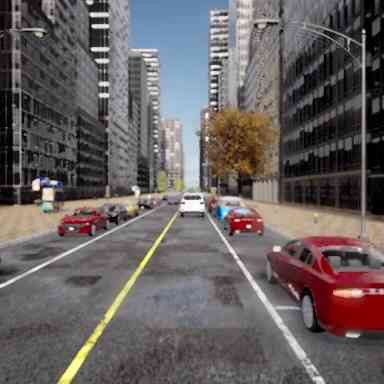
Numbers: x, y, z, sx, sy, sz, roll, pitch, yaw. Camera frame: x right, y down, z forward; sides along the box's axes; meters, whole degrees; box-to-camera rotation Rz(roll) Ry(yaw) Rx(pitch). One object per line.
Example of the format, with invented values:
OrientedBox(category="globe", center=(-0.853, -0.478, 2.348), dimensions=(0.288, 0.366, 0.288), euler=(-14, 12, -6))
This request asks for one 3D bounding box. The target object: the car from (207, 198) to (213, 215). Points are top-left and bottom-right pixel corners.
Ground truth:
OrientedBox(category="car", center=(2.678, 1.459, 29.289), dimensions=(2.008, 1.369, 4.403), euler=(0, 0, 0))

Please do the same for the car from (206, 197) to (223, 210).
OrientedBox(category="car", center=(2.673, 1.397, 40.795), dimensions=(1.752, 1.417, 4.829), euler=(0, 0, 0))

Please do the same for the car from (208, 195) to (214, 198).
OrientedBox(category="car", center=(2.675, 1.205, 34.956), dimensions=(2.192, 1.841, 5.009), euler=(0, 0, 0))

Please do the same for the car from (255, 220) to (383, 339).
OrientedBox(category="car", center=(2.686, 1.524, 6.617), dimensions=(1.887, 1.381, 4.507), euler=(0, 0, 0))

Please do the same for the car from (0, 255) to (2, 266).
OrientedBox(category="car", center=(-5.695, 1.505, 6.445), dimensions=(1.752, 1.417, 4.829), euler=(0, 0, 0))

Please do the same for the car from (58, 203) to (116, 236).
OrientedBox(category="car", center=(-5.699, 1.489, 17.951), dimensions=(1.887, 1.381, 4.507), euler=(0, 0, 0))

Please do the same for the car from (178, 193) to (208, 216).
OrientedBox(category="car", center=(0.068, 1.126, 31.461), dimensions=(2.150, 2.045, 5.566), euler=(0, 0, 0))

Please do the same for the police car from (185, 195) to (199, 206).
OrientedBox(category="police car", center=(-0.014, 1.339, 52.176), dimensions=(2.038, 1.542, 4.974), euler=(0, 0, 0))

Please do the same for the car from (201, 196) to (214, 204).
OrientedBox(category="car", center=(2.667, 1.382, 57.629), dimensions=(1.947, 1.339, 4.313), euler=(0, 0, 0))

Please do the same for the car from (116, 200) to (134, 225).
OrientedBox(category="car", center=(-5.701, 1.493, 23.619), dimensions=(1.947, 1.339, 4.313), euler=(0, 0, 0))

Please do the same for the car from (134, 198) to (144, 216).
OrientedBox(category="car", center=(-5.703, 1.435, 29.117), dimensions=(1.752, 1.417, 4.829), euler=(0, 0, 0))

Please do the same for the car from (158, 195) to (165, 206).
OrientedBox(category="car", center=(-5.711, 1.417, 51.959), dimensions=(1.802, 1.307, 4.206), euler=(0, 0, 0))

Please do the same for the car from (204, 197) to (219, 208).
OrientedBox(category="car", center=(2.671, 1.436, 46.293), dimensions=(1.802, 1.307, 4.206), euler=(0, 0, 0))

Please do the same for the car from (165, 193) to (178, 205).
OrientedBox(category="car", center=(-3.086, 1.372, 55.133), dimensions=(2.033, 1.411, 5.357), euler=(0, 0, 1))

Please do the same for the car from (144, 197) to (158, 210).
OrientedBox(category="car", center=(-5.707, 1.438, 40.622), dimensions=(1.947, 1.339, 4.313), euler=(0, 0, 0))

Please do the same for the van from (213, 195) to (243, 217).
OrientedBox(category="van", center=(2.679, 1.268, 23.620), dimensions=(1.690, 1.788, 3.998), euler=(0, 0, 0))

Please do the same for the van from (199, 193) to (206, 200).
OrientedBox(category="van", center=(2.656, 1.061, 85.969), dimensions=(1.690, 1.788, 3.998), euler=(0, 0, 0))

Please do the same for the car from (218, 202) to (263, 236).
OrientedBox(category="car", center=(2.681, 1.489, 17.953), dimensions=(1.887, 1.381, 4.507), euler=(0, 0, 0))
